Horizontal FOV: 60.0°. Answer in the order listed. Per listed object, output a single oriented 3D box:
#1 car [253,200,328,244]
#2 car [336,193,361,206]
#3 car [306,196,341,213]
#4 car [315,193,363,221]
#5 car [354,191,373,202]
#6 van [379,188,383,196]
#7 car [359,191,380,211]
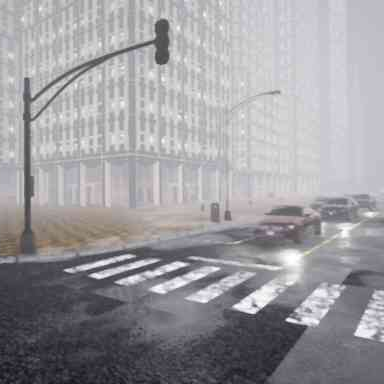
[{"bbox_3d":[4.340,1.275,14.664,1.812,1.442,4.674,-1,1,35],"label":"car"},{"bbox_3d":[18.378,0.863,39.041,1.947,1.339,4.313,1,1,35],"label":"car"},{"bbox_3d":[11.868,1.053,29.810,1.947,1.339,4.313,1,1,35],"label":"car"},{"bbox_3d":[10.115,1.084,22.850,1.837,1.490,4.892,-1,1,35],"label":"car"},{"bbox_3d":[24.888,0.653,48.272,1.887,1.381,4.507,1,1,35],"label":"car"},{"bbox_3d":[41.164,-0.018,71.345,1.690,1.788,3.998,1,1,35],"label":"van"},{"bbox_3d":[16.036,0.910,31.228,1.837,1.490,4.892,-1,1,35],"label":"car"}]
